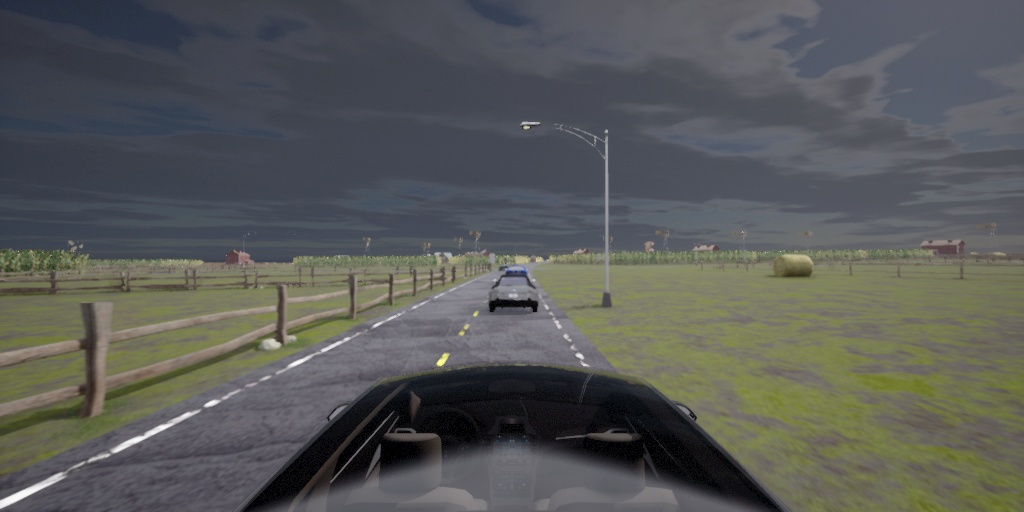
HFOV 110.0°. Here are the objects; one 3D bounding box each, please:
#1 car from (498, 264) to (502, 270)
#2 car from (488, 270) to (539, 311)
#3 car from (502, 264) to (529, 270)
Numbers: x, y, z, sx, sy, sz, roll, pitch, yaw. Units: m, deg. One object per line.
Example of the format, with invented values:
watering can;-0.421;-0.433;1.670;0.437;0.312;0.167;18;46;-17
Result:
car;-1.265;1.957;60.693;1.895;1.301;4.718;0;-1;3
car;0.093;1.454;15.263;1.994;1.385;4.181;0;-1;1
car;0.396;1.530;31.041;1.882;1.535;5.008;0;0;2
